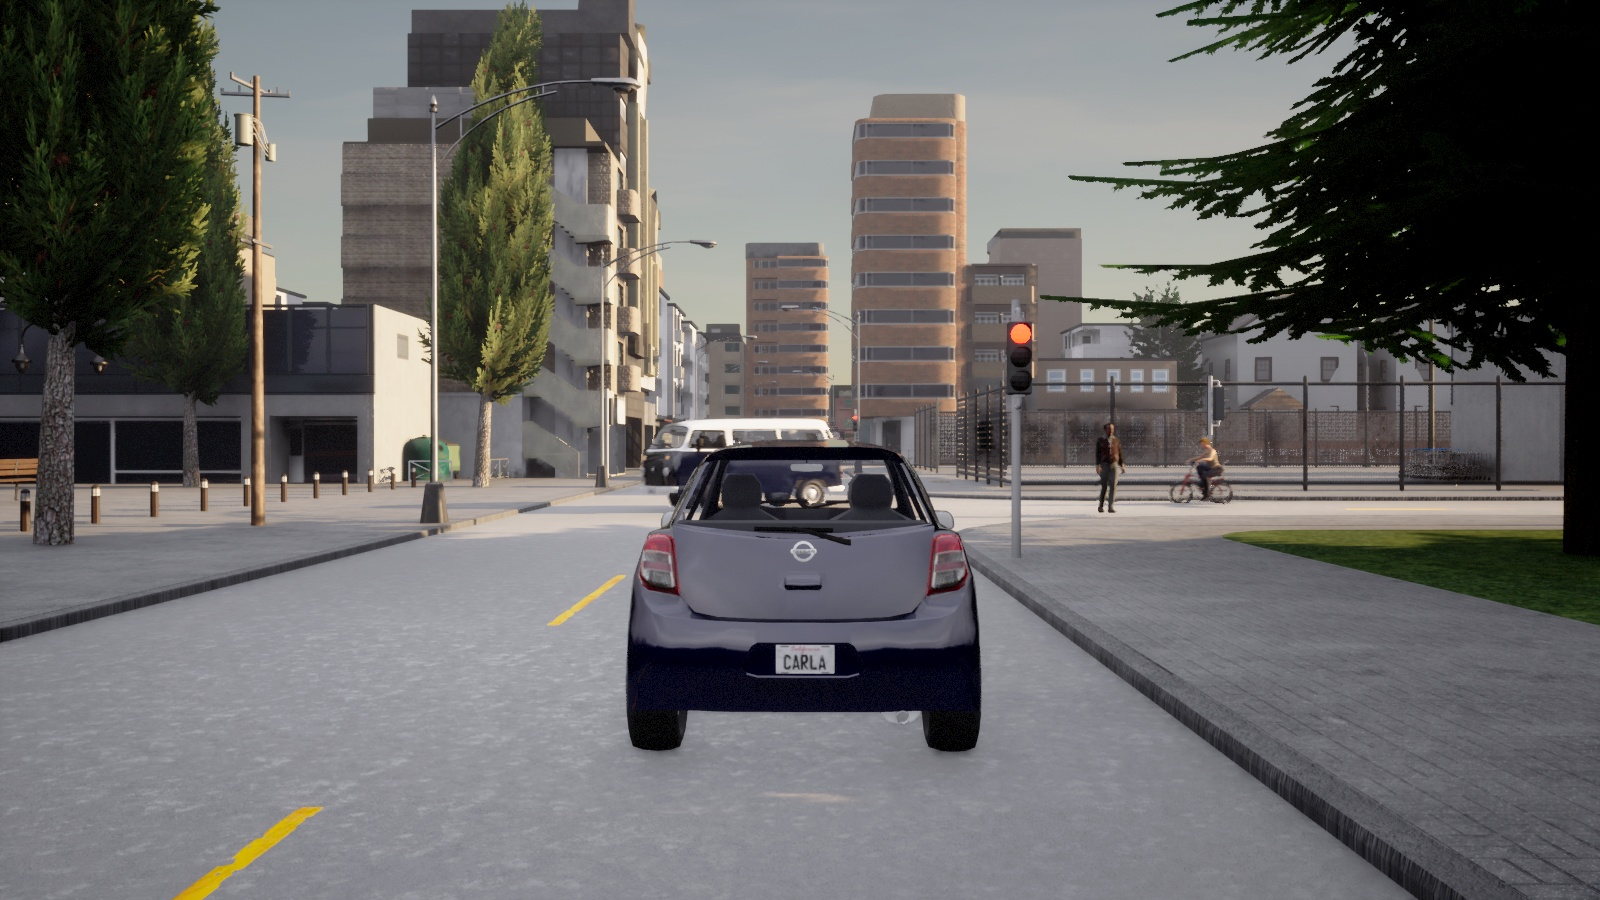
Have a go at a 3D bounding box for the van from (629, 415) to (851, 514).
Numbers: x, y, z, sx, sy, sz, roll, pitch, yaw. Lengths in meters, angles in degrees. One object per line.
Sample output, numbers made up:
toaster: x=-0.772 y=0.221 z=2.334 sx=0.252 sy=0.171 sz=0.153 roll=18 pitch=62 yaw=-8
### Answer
van: x=-1.323 y=0.310 z=28.000 sx=4.480 sy=2.038 sz=2.069 roll=0 pitch=-1 yaw=-31

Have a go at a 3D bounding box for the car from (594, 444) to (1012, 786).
car: x=0.036 y=0.719 z=7.361 sx=1.845 sy=1.501 sz=3.633 roll=0 pitch=0 yaw=1

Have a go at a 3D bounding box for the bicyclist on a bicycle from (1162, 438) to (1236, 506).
bicyclist on a bicycle: x=9.534 y=0.521 z=30.052 sx=1.509 sy=1.612 sz=0.866 roll=0 pitch=0 yaw=0

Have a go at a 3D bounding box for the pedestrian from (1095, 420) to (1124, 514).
pedestrian: x=6.176 y=0.336 z=25.091 sx=0.376 sy=1.854 sz=0.720 roll=0 pitch=0 yaw=-2
